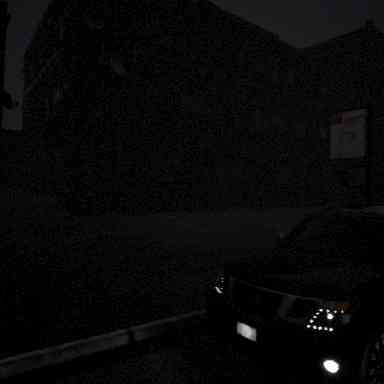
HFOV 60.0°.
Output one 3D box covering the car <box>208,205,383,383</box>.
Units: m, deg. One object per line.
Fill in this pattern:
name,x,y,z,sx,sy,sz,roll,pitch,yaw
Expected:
car,2.878,1.275,5.435,5.566,2.045,2.150,1,0,-36
